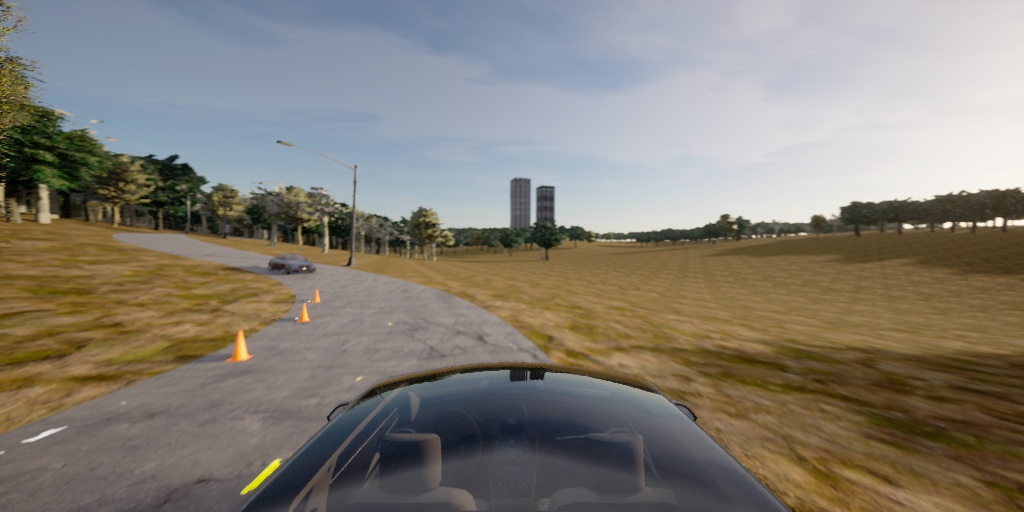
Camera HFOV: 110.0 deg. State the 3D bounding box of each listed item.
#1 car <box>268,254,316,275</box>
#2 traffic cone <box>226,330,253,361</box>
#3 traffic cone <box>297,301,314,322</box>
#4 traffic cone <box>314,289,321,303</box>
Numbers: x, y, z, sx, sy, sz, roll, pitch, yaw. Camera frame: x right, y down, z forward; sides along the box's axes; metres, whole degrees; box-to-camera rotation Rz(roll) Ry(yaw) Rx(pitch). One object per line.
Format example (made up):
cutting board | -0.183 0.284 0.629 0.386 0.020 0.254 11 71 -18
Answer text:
car | -16.715 0.563 27.244 4.181 1.385 1.994 6 4 35
traffic cone | -5.549 1.805 7.319 0.340 0.580 0.340 0 0 -12
traffic cone | -6.804 1.827 11.750 0.340 0.580 0.340 0 0 -20
traffic cone | -8.681 1.752 15.955 0.340 0.580 0.340 0 0 -28
